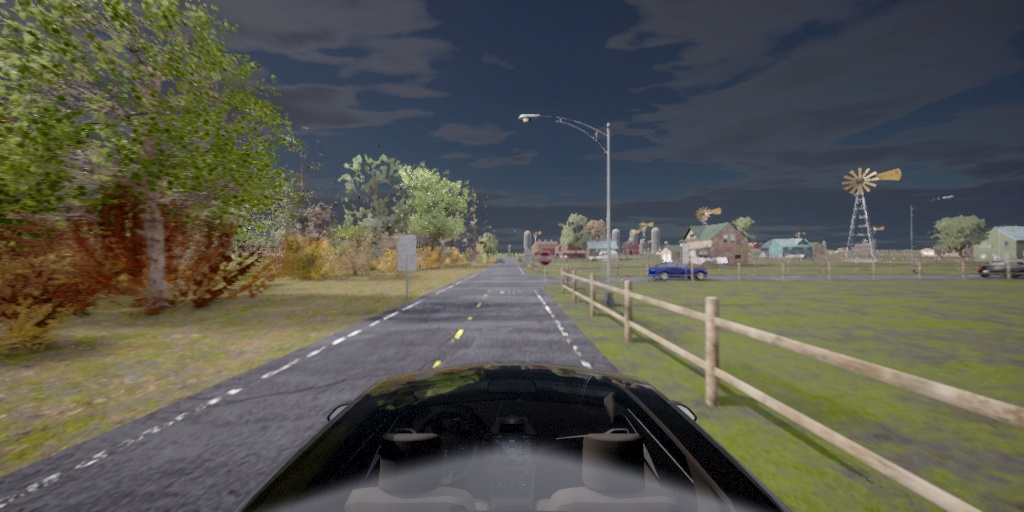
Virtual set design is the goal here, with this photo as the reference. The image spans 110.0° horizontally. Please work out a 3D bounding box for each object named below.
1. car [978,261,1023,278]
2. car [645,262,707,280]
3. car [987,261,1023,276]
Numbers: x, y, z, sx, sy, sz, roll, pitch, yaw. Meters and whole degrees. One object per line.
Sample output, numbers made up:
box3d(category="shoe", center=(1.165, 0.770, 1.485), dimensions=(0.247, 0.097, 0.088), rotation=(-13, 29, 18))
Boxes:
box3d(category="car", center=(43.601, 1.158, 31.244), dimensions=(4.674, 1.442, 1.812), rotation=(0, -1, 0))
box3d(category="car", center=(14.083, 1.241, 30.792), dimensions=(5.008, 1.535, 1.882), rotation=(0, -1, -1))
box3d(category="car", center=(49.233, 1.182, 34.128), dimensions=(5.357, 1.411, 2.033), rotation=(0, -1, -1))
